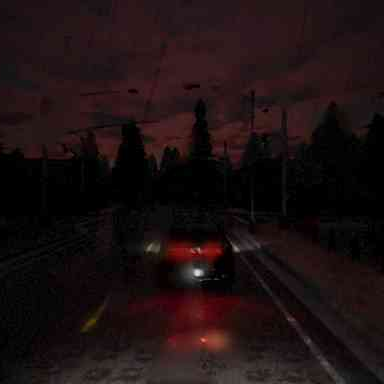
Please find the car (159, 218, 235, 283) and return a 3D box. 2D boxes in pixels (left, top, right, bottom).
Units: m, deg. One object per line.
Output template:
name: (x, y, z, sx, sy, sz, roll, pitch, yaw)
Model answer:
car: (0.115, 1.524, 9.712, 1.837, 1.490, 4.892, 0, 0, 0)
